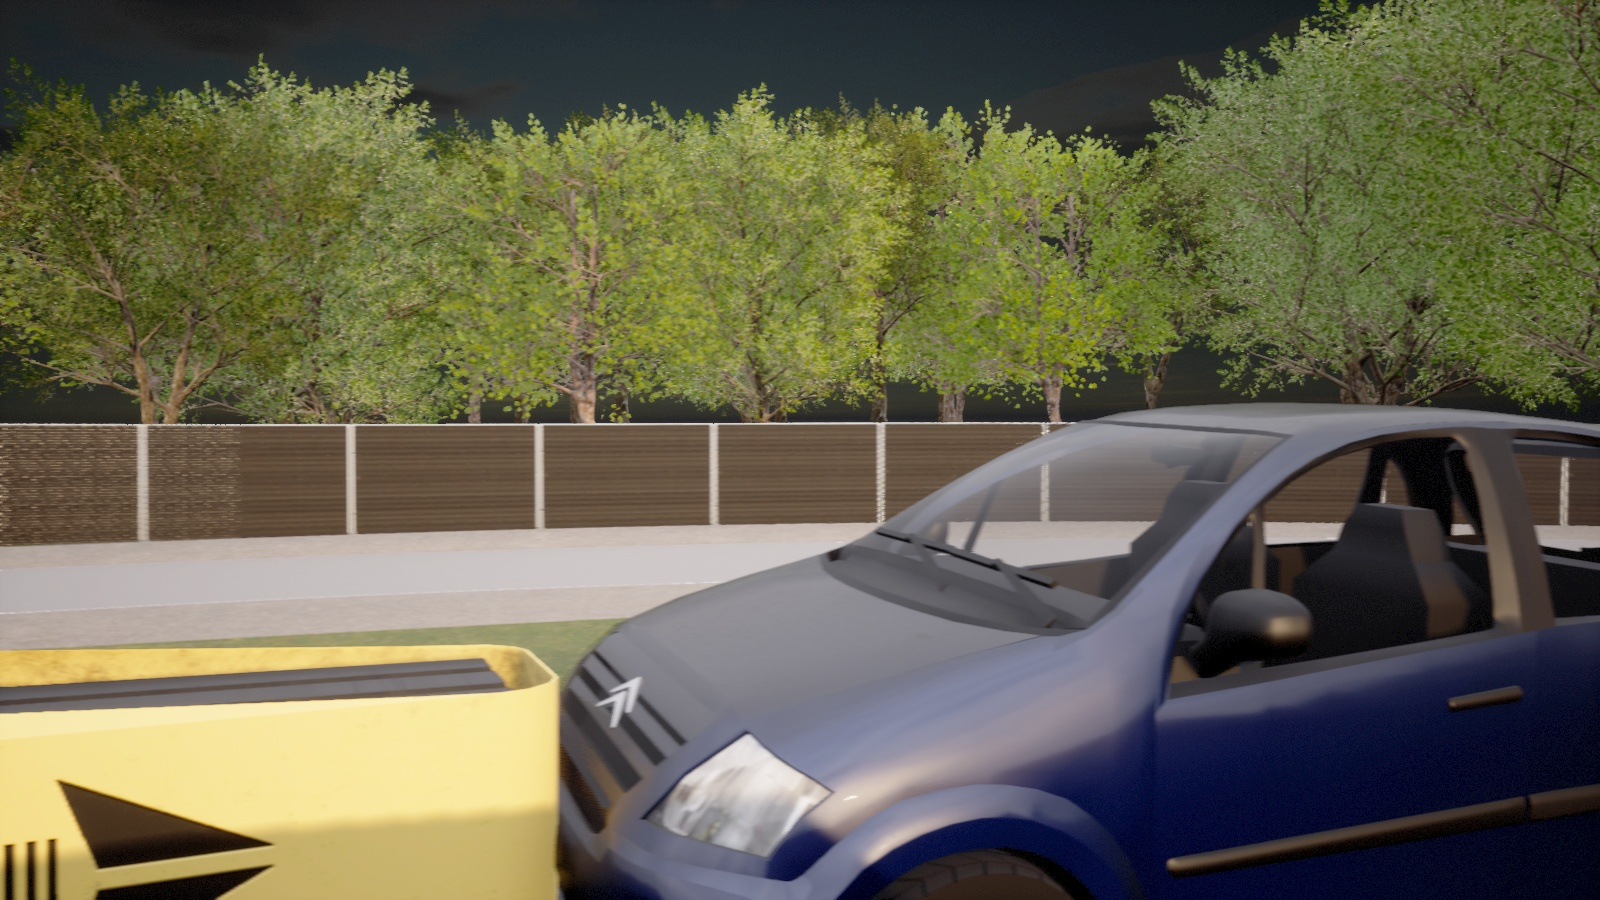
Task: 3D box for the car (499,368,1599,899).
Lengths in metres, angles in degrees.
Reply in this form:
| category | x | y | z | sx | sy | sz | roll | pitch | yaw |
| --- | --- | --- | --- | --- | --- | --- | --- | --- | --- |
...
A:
| category | x | y | z | sx | sy | sz | roll | pitch | yaw |
| --- | --- | --- | --- | --- | --- | --- | --- | --- | --- |
| car | 1.268 | 0.591 | 3.734 | 3.988 | 1.617 | 1.851 | -1 | 3 | -21 |
